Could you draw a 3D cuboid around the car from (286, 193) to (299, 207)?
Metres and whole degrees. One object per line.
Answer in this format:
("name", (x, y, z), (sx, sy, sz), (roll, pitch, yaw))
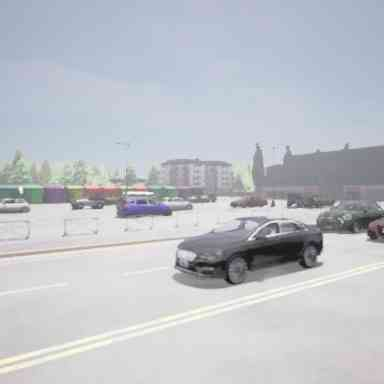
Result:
("car", (14.057, 1.043, 43.312), (3.866, 1.878, 1.905), (0, 0, -35))

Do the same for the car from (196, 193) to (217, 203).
("car", (2.685, 1.042, 59.305), (3.866, 1.878, 1.905), (0, 0, -35))

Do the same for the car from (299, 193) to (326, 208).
("car", (15.685, 1.041, 40.919), (4.605, 1.855, 1.932), (0, 0, -35))

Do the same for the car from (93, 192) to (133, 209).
("car", (-11.601, 1.093, 49.163), (4.605, 1.855, 1.932), (0, 0, -35))

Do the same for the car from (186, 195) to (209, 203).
("car", (1.021, 1.281, 61.675), (3.806, 1.475, 1.970), (0, 0, -35))

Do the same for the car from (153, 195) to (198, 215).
("car", (-1.761, 1.336, 35.426), (3.806, 1.475, 1.970), (0, 0, -35))

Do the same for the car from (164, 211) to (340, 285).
("car", (1.796, 1.470, 9.557), (4.902, 1.511, 2.128), (0, 0, -35))

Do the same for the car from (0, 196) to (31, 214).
("car", (-17.419, 1.381, 31.405), (3.806, 1.475, 1.970), (0, 0, -35))

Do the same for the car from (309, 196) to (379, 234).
("car", (9.159, 1.293, 19.013), (4.553, 1.767, 2.097), (0, 0, -35))

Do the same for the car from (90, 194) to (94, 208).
("car", (-13.222, 1.303, 51.564), (3.905, 1.438, 1.784), (0, 0, -35))

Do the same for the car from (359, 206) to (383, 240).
("car", (9.944, 1.512, 15.358), (4.181, 1.385, 1.994), (0, 0, -35))
